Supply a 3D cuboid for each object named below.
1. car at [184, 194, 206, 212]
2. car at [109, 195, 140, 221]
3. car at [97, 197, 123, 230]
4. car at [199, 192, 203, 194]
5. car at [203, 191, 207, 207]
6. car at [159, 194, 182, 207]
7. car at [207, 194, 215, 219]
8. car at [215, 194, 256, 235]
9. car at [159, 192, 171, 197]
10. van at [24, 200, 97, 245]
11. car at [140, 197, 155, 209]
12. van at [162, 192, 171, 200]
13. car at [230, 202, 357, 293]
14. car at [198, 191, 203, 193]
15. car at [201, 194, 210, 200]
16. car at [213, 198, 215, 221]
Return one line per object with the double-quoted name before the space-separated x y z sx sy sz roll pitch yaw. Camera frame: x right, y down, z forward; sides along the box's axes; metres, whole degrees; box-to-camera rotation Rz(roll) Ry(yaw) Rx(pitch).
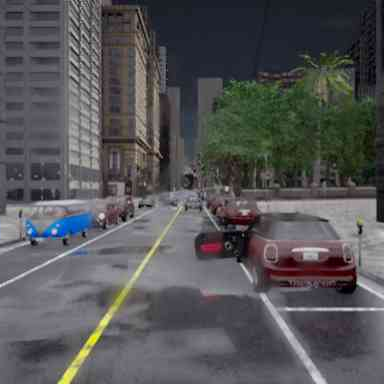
"car" 0.156 1.304 36.419 2.128 1.511 4.902 0 0 0
"car" -5.704 1.185 25.583 2.192 1.841 5.009 0 0 0
"car" -5.717 1.338 20.096 1.967 1.590 4.097 0 0 0
"car" 2.925 1.175 68.568 1.947 1.339 4.313 0 0 0
"car" 2.861 1.095 42.009 2.192 1.841 5.009 0 0 0
"car" -2.893 1.336 45.746 2.033 1.411 5.357 0 0 0
"car" 2.835 1.156 31.035 2.192 1.841 5.009 0 0 0
"car" 2.808 1.212 20.062 2.192 1.841 5.009 0 0 0
"car" -5.600 0.924 68.606 2.192 1.841 5.009 0 0 0
"van" -5.730 1.266 14.608 1.690 1.788 3.998 0 0 0
"car" -5.664 1.346 42.049 1.947 1.339 4.313 0 0 0
"van" -5.587 0.913 74.026 1.690 1.788 3.998 0 0 0
"car" 2.408 1.306 8.868 2.097 1.767 4.553 0 0 0
"car" 2.951 0.974 79.408 1.967 1.590 4.097 0 0 0
"car" 2.938 1.154 73.988 1.802 1.307 4.206 0 0 0
"car" 2.822 1.394 25.719 1.752 1.417 4.829 0 0 0
